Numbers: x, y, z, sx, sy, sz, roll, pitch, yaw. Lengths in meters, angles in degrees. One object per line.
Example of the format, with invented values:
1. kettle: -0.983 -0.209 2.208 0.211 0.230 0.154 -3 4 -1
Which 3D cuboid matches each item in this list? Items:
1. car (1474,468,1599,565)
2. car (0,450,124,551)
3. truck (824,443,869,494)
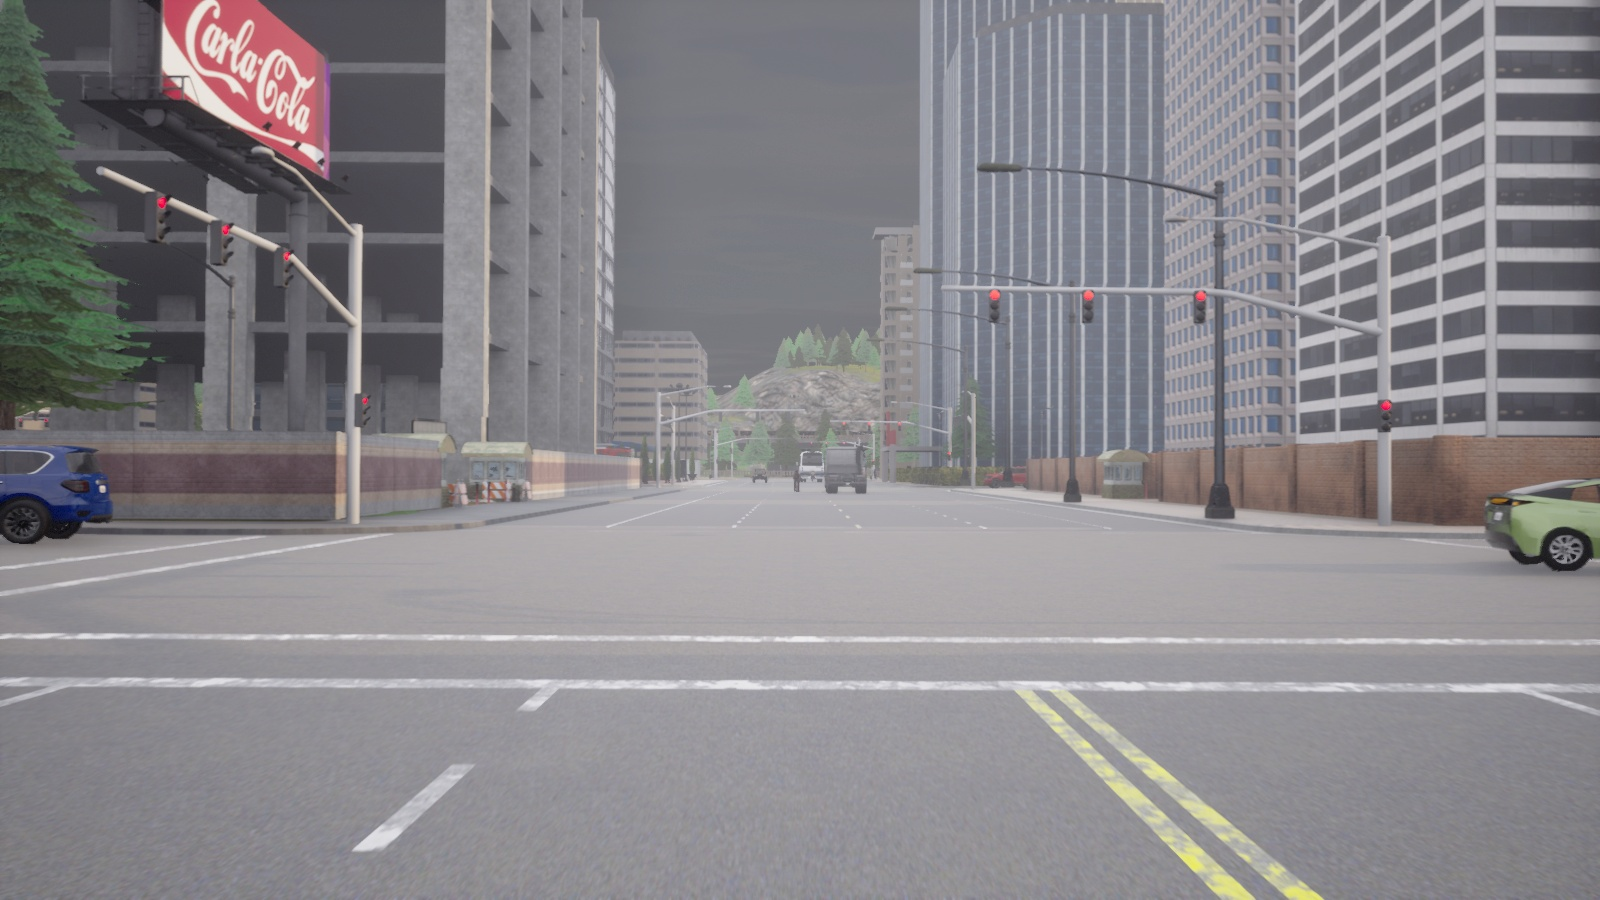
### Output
1. car: 13.798 1.050 20.534 4.514 1.525 2.007 0 -1 12
2. car: -17.513 1.043 26.240 5.566 2.045 2.150 0 -1 -12
3. truck: 3.281 1.339 90.762 2.891 3.462 7.936 0 -1 0
